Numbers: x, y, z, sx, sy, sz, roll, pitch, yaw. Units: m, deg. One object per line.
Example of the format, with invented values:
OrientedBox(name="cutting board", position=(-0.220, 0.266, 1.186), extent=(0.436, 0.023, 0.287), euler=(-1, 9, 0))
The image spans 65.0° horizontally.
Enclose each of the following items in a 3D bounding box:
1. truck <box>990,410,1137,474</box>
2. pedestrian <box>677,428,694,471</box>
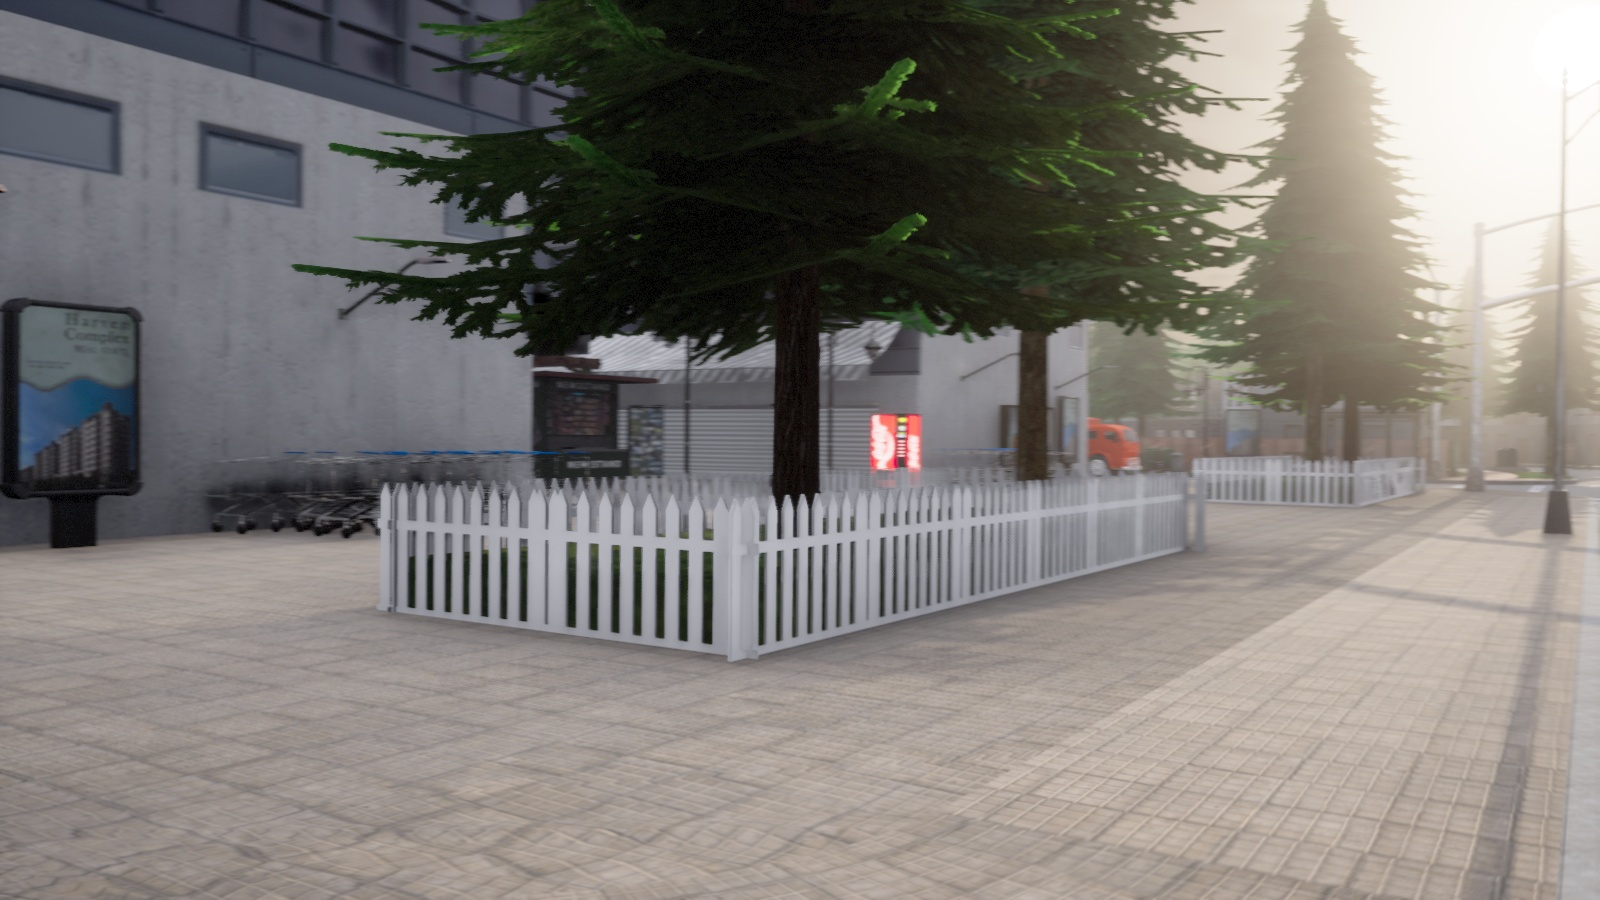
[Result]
OrientedBox(name="truck", position=(10.663, -0.310, 50.940), extent=(5.204, 2.467, 2.627), euler=(0, 1, 33))
OrientedBox(name="pedestrian", position=(-5.190, -0.035, 56.899), extent=(0.692, 1.930, 0.395), euler=(0, 1, 41))
